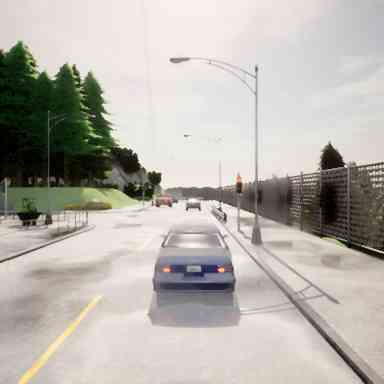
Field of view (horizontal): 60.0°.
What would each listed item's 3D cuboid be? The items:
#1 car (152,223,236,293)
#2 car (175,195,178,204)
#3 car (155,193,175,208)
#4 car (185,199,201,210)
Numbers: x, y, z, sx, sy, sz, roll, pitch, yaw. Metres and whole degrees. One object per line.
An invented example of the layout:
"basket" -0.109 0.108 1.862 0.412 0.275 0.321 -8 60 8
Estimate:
"car" 0.061 1.547 9.001 2.033 1.411 5.357 0 0 1
"car" -3.936 1.345 65.489 2.097 1.767 4.553 0 0 1
"car" -4.019 1.218 48.272 2.150 2.045 5.566 0 0 0
"car" 0.166 1.544 41.880 2.033 1.411 5.357 0 0 0
